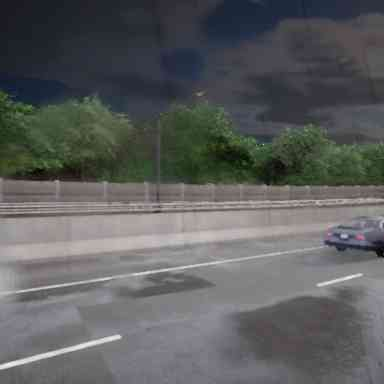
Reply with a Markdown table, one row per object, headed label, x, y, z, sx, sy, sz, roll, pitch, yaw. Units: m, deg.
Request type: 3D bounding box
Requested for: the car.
| label | x | y | z | sx | sy | sz | roll | pitch | yaw |
| --- | --- | --- | --- | --- | --- | --- | --- | --- | --- |
| car | 7.582 | 1.674 | 13.501 | 5.357 | 1.411 | 2.033 | 1 | 0 | -35 |
